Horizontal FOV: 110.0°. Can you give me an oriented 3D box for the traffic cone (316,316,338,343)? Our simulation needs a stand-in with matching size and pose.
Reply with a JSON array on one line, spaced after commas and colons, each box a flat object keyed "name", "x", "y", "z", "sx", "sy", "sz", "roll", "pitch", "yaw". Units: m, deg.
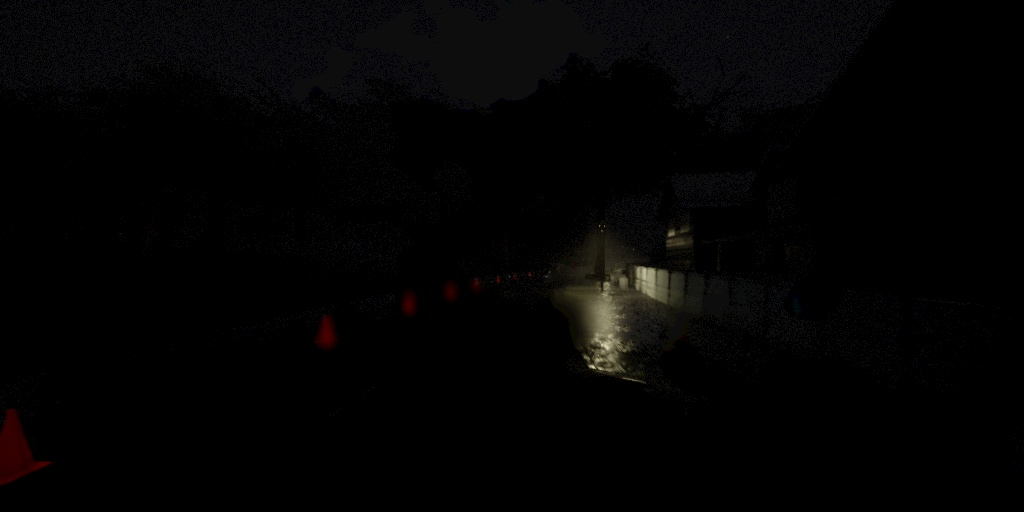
[{"name": "traffic cone", "x": -4.320, "y": 1.706, "z": 8.368, "sx": 0.340, "sy": 0.580, "sz": 0.340, "roll": 0, "pitch": 0, "yaw": 4}]

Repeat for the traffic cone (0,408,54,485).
[{"name": "traffic cone", "x": -4.543, "y": 1.685, "z": 3.260, "sx": 0.340, "sy": 0.580, "sz": 0.340, "roll": 0, "pitch": 0, "yaw": 1}]

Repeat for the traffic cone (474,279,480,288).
[{"name": "traffic cone", "x": -2.254, "y": 1.775, "z": 23.556, "sx": 0.340, "sy": 0.580, "sz": 0.340, "roll": 0, "pitch": 0, "yaw": 12}]

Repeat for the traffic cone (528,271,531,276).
[{"name": "traffic cone", "x": 1.872, "y": 1.854, "z": 38.318, "sx": 0.340, "sy": 0.580, "sz": 0.340, "roll": 0, "pitch": 0, "yaw": 20}]

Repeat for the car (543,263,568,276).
[{"name": "car", "x": 5.081, "y": 1.471, "z": 40.938, "sx": 2.033, "sy": 1.411, "sz": 5.357, "roll": 0, "pitch": 0, "yaw": 20}]

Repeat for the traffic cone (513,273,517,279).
[{"name": "traffic cone", "x": 0.272, "y": 1.827, "z": 33.463, "sx": 0.340, "sy": 0.580, "sz": 0.340, "roll": 0, "pitch": 0, "yaw": 17}]

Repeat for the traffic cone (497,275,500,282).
[{"name": "traffic cone", "x": -1.104, "y": 1.800, "z": 28.538, "sx": 0.340, "sy": 0.580, "sz": 0.340, "roll": 0, "pitch": 0, "yaw": 14}]

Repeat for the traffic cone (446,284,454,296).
[{"name": "traffic cone", "x": -3.175, "y": 1.751, "z": 18.527, "sx": 0.340, "sy": 0.580, "sz": 0.340, "roll": 0, "pitch": 0, "yaw": 9}]

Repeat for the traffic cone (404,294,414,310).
[{"name": "traffic cone", "x": -3.864, "y": 1.728, "z": 13.461, "sx": 0.340, "sy": 0.580, "sz": 0.340, "roll": 0, "pitch": 0, "yaw": 6}]
